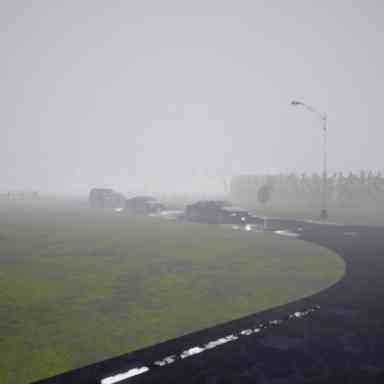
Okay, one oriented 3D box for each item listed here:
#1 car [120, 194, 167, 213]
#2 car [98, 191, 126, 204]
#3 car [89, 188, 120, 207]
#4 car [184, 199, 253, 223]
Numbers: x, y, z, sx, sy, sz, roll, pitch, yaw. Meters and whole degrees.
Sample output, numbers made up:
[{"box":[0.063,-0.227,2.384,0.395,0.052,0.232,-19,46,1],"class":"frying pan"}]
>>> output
[{"box":[-4.400,1.069,30.922,2.033,1.411,5.357,-1,2,-36],"class":"car"},{"box":[-10.830,0.715,44.919,1.882,1.535,5.008,-1,2,-36],"class":"car"},{"box":[-10.415,0.586,39.304,2.150,2.045,5.566,-1,2,-36],"class":"car"},{"box":[1.603,1.222,22.575,2.033,1.411,5.357,-1,2,-36],"class":"car"}]
